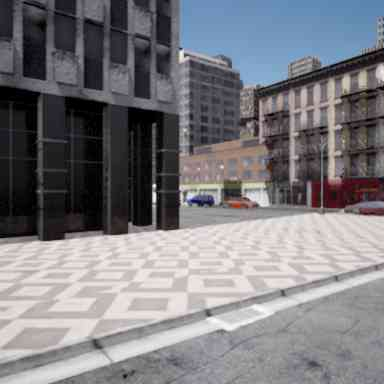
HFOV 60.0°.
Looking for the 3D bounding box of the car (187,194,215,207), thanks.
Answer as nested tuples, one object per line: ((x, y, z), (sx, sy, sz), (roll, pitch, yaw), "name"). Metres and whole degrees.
((1.459, 1.418, 56.160), (2.150, 2.045, 5.566), (0, 0, -36), "car")

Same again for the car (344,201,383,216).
((16.647, 1.551, 30.159), (2.033, 1.411, 5.357), (0, 0, -33), "car")

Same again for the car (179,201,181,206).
((-3.733, 1.752, 58.081), (2.128, 1.511, 4.902), (0, 0, -36), "car")

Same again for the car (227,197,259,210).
((6.675, 1.472, 43.729), (2.097, 1.767, 4.553), (0, 0, -36), "car")
